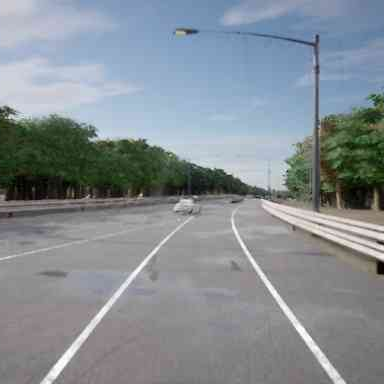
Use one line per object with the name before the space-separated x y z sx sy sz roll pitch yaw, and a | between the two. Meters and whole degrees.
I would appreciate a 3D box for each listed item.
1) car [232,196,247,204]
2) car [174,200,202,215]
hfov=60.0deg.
car | 9.278 1.598 67.035 2.033 1.411 5.357 0 0 17
car | -0.454 1.532 34.709 1.812 1.442 4.674 0 0 17
